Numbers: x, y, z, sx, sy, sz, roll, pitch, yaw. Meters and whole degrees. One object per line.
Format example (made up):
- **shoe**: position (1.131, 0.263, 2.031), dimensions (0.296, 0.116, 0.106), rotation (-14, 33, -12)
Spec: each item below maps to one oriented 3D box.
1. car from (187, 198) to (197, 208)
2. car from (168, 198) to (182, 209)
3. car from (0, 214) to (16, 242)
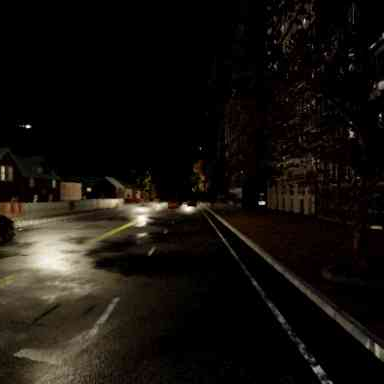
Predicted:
- **car**: position (-0.009, 2.402, 66.094), dimensions (1.994, 1.385, 4.181), rotation (0, -1, 0)
- **car**: position (-3.258, 2.223, 59.424), dimensions (1.882, 1.535, 5.008), rotation (0, -1, 0)
- **car**: position (-9.802, 1.670, 14.808), dimensions (1.837, 1.490, 4.892), rotation (0, -1, 0)
